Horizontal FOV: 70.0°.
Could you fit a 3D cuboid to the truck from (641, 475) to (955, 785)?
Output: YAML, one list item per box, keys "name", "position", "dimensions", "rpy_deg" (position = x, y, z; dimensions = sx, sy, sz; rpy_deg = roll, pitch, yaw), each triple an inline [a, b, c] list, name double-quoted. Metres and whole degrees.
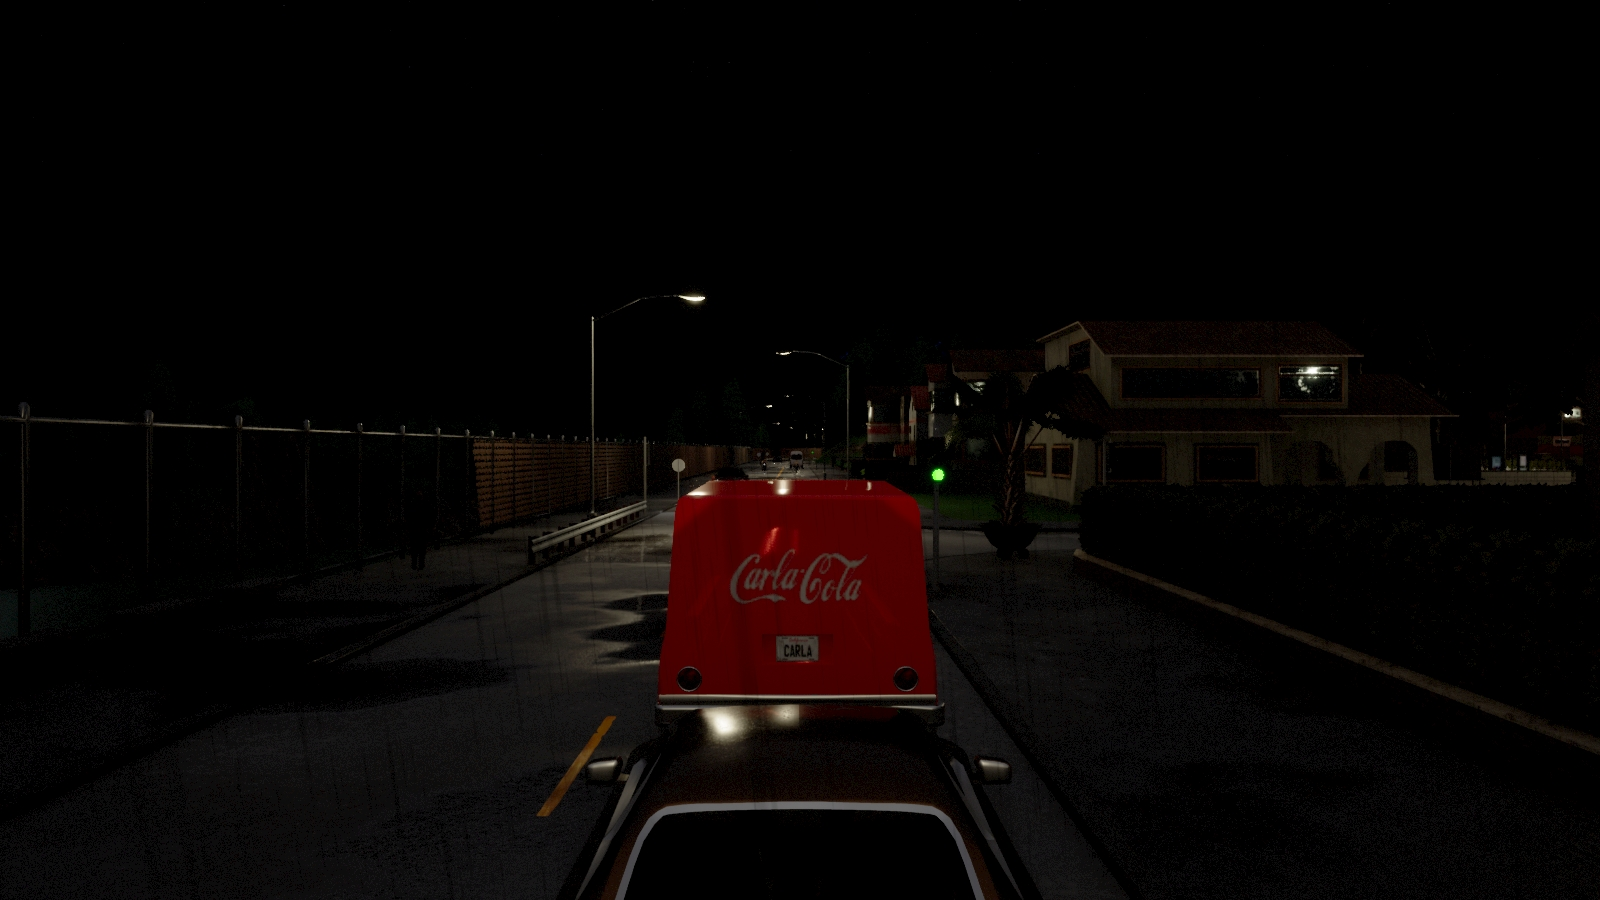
- name: "truck"
  position: [-0.025, 1.564, 12.159]
  dimensions: [2.627, 2.467, 5.204]
  rpy_deg: [0, 0, 0]

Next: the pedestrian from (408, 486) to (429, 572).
- name: "pedestrian"
  position: [-8.396, 1.735, 25.136]
  dimensions: [0.375, 1.860, 0.375]
  rpy_deg: [0, 0, -9]

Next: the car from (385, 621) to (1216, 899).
- name: "car"
  position: [-0.006, 1.989, 5.238]
  dimensions: [2.152, 1.651, 5.027]
  rpy_deg: [0, 0, 0]
